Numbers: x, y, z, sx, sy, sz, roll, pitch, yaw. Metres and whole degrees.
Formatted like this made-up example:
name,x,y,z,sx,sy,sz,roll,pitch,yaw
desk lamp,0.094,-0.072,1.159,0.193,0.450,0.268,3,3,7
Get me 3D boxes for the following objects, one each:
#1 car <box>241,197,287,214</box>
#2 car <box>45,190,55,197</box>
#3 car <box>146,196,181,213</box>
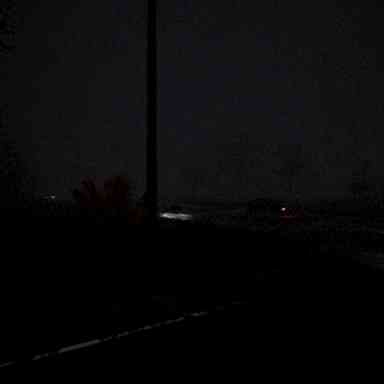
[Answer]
name,x,y,z,sx,sy,sz,roll,pitch,yaw
car,6.805,1.255,31.793,1.837,1.490,4.892,-1,1,-35
car,-36.639,0.313,85.552,2.097,1.767,4.553,-1,1,-28
car,-2.974,1.201,33.512,1.882,1.535,5.008,-1,1,-35
